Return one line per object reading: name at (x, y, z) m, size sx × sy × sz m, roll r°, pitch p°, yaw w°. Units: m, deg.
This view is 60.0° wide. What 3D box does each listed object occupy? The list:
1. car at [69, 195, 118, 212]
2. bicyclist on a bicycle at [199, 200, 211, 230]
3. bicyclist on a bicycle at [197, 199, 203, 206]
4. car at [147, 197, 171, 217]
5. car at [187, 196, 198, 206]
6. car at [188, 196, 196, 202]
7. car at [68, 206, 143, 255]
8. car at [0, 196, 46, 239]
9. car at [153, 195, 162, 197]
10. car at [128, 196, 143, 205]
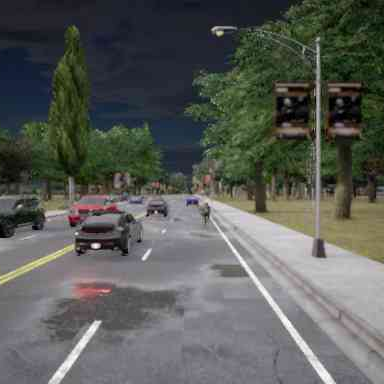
car at (-6.598, 1.227, 22.868) m, size 2.150 × 2.045 × 5.566 m, roll 0°, pitch 0°, yaw 0°
bicyclist on a bicycle at (0.895, 1.455, 20.063) m, size 0.582 × 1.620 × 1.656 m, roll 0°, pitch 0°, yaw 0°
bicyclist on a bicycle at (0.914, 1.440, 29.708) m, size 0.866 × 1.612 × 1.509 m, roll 0°, pitch 0°, yaw 0°
car at (-3.147, 1.508, 31.471) m, size 1.837 × 1.490 × 4.892 m, roll 0°, pitch 0°, yaw 0°
car at (0.101, 1.484, 55.560) m, size 1.882 × 1.535 × 5.008 m, roll 0°, pitch 0°, yaw 0°
car at (0.004, 1.535, 73.843) m, size 1.812 × 1.442 × 4.674 m, roll 0°, pitch 0°, yaw 0°
car at (-3.149, 1.506, 13.297) m, size 1.837 × 1.490 × 4.892 m, roll 0°, pitch 0°, yaw 0°
car at (-9.847, 1.226, 17.764) m, size 2.150 × 2.045 × 5.566 m, roll 0°, pitch 0°, yaw 0°
car at (-6.528, 1.360, 61.803) m, size 2.097 × 1.767 × 4.553 m, roll 0°, pitch 0°, yaw 1°
car at (-9.793, 1.484, 58.019) m, size 1.882 × 1.535 × 5.008 m, roll 0°, pitch 0°, yaw 1°
